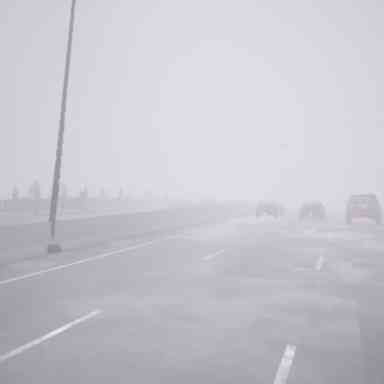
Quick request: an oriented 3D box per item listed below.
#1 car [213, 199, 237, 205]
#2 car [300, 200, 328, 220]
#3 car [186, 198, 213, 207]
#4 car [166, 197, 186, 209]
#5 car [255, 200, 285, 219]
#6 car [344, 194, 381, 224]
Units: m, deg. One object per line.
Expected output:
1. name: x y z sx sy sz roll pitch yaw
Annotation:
1. car: 4.630 1.537 41.206 1.994 1.385 4.181 0 -1 25
2. car: 10.074 1.437 27.546 1.837 1.490 4.892 0 0 25
3. car: 1.601 1.476 42.987 2.128 1.511 4.902 0 -1 25
4. car: -1.715 1.474 44.160 2.128 1.511 4.902 0 -1 25
5. car: 6.864 1.440 28.942 1.837 1.490 4.892 0 0 25
6. car: 12.609 1.153 24.682 2.150 2.045 5.566 0 0 25
